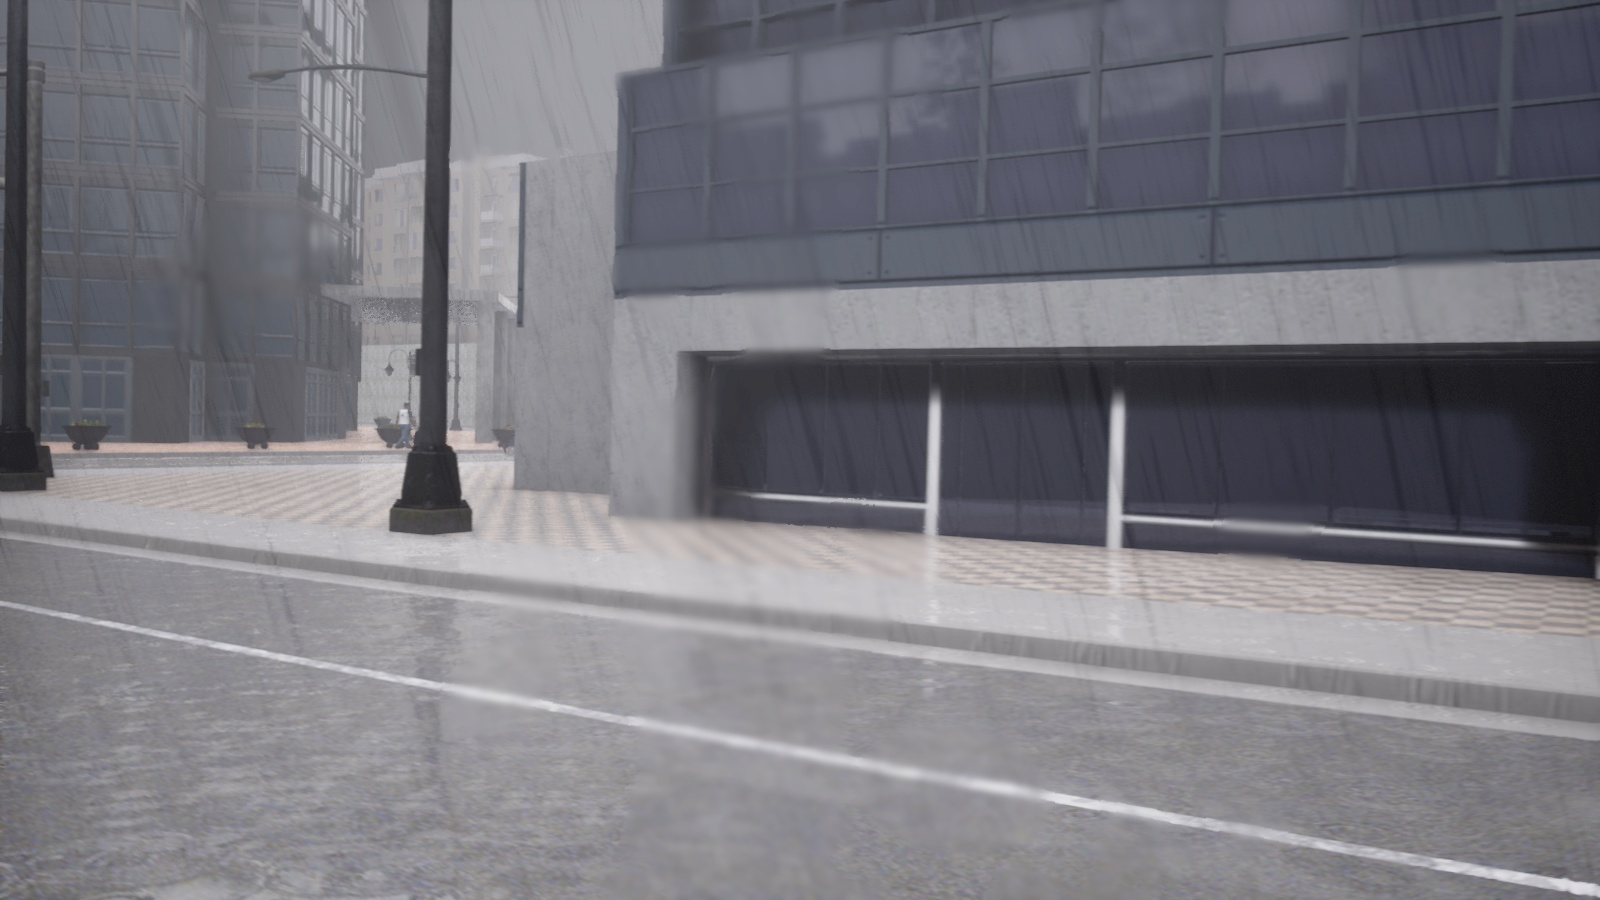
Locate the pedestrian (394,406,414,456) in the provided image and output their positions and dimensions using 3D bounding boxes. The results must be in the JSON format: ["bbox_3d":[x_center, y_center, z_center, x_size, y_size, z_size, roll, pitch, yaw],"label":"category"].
[{"bbox_3d":[-14.789,-0.707,46.905,0.354,1.836,0.706,1,1,21],"label":"pedestrian"}]
